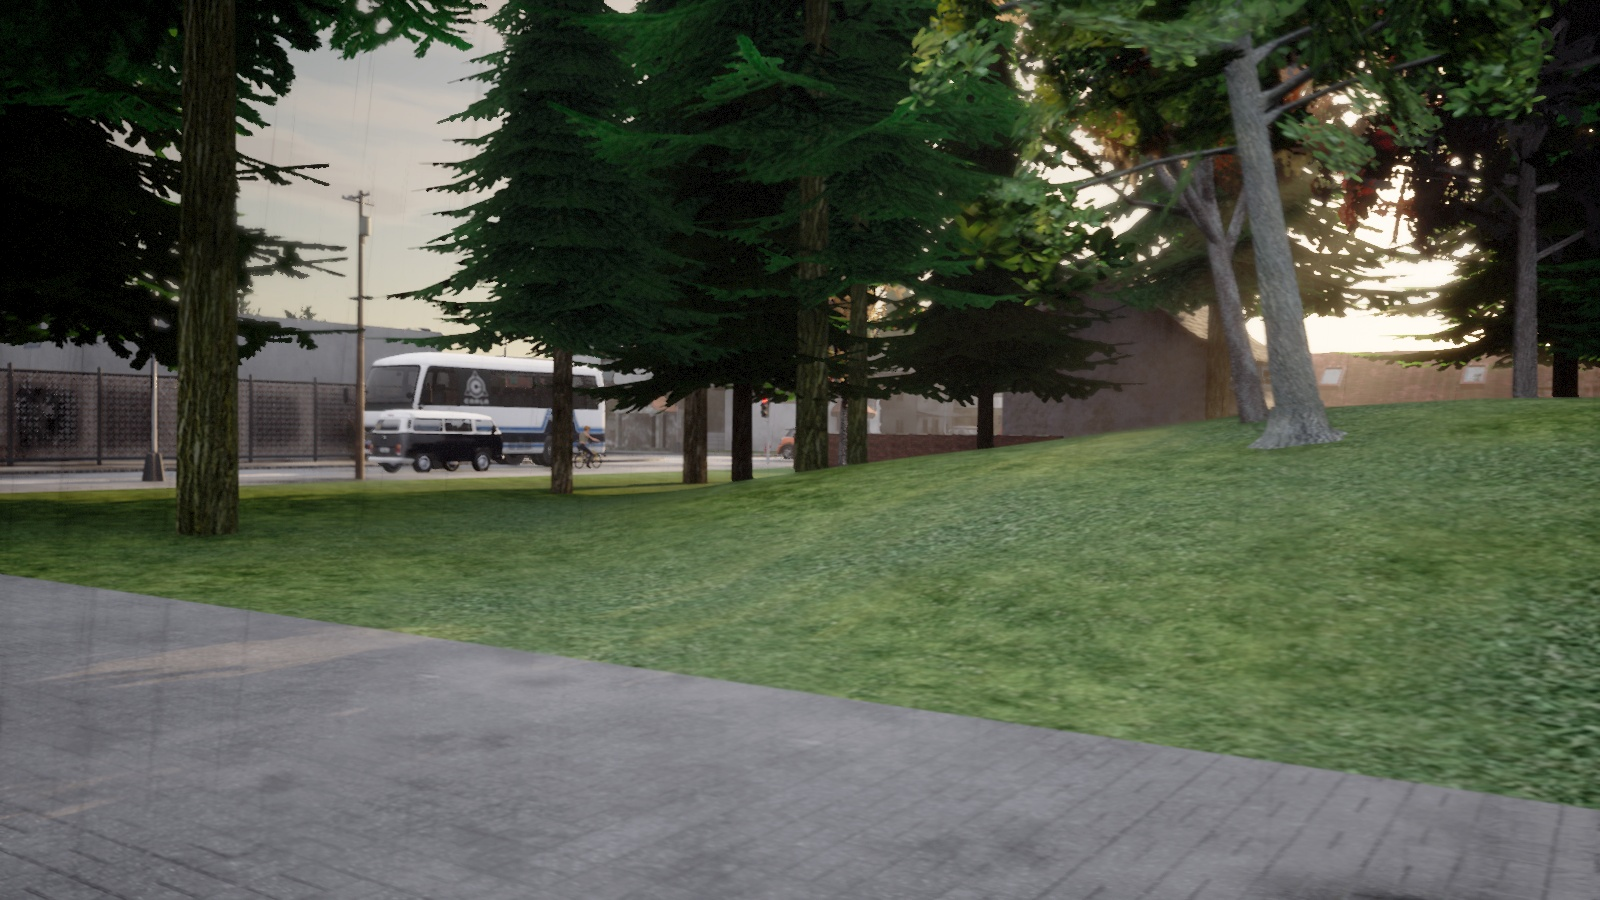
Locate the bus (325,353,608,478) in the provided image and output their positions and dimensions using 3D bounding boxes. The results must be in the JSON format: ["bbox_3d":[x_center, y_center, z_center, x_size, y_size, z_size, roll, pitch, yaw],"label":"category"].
[{"bbox_3d":[-12.378,-1.259,47.941,3.944,4.253,10.273,0,1,35],"label":"bus"}]

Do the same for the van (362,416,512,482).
[{"bbox_3d":[-11.901,-0.067,41.436,2.069,2.038,4.480,0,1,34],"label":"van"}]

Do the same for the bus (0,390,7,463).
[{"bbox_3d":[-51.497,-1.310,71.194,3.944,4.253,10.273,0,1,37],"label":"bus"}]

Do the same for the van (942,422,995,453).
[{"bbox_3d":[11.252,-0.830,83.601,1.775,1.987,4.442,0,1,33],"label":"van"}]

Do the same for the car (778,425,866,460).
[{"bbox_3d":[1.141,-0.392,66.157,4.553,1.767,2.097,0,1,0],"label":"car"}]

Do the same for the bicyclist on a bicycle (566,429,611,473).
[{"bbox_3d":[-7.974,0.030,47.338,0.866,1.612,1.509,0,1,33],"label":"bicyclist on a bicycle"}]
